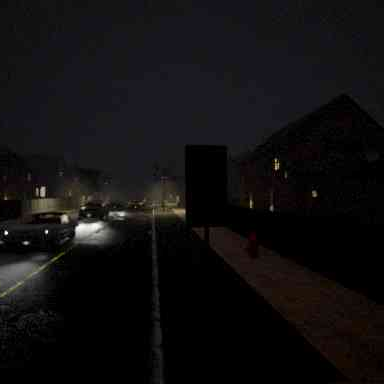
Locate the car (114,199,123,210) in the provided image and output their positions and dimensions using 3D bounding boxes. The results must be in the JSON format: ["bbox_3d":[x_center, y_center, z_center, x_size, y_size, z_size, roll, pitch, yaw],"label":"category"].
[{"bbox_3d":[-9.682,1.593,42.744,1.895,1.301,4.718,0,0,-7],"label":"car"}]

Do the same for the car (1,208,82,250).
[{"bbox_3d":[-6.484,1.598,14.655,1.895,1.301,4.718,0,0,-7],"label":"car"}]

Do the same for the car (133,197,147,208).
[{"bbox_3d":[-7.624,1.478,48.852,1.837,1.490,4.892,0,0,-6],"label":"car"}]

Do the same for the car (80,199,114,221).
[{"bbox_3d":[-7.942,1.473,27.141,2.128,1.511,4.902,0,0,-7],"label":"car"}]

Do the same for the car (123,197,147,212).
[{"bbox_3d":[-6.408,1.451,38.854,2.128,1.511,4.902,0,0,-6],"label":"car"}]
